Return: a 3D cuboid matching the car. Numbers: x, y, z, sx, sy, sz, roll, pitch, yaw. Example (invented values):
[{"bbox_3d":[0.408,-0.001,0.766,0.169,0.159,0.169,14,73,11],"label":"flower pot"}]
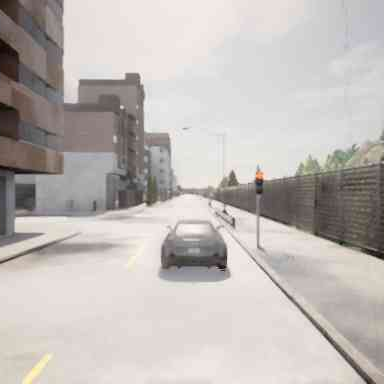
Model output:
[{"bbox_3d":[0.070,1.581,11.104,1.994,1.385,4.181,0,0,0],"label":"car"}]
